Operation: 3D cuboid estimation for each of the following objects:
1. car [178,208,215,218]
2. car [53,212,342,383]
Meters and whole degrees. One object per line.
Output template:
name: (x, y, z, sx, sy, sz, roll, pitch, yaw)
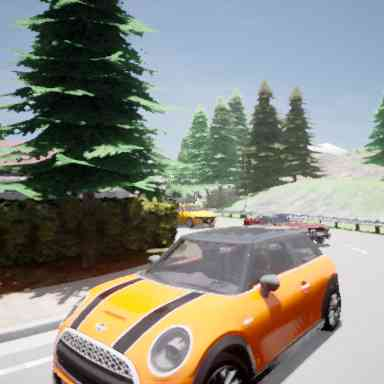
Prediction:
car: (-0.253, 1.563, 23.088, 1.882, 1.535, 5.008, 0, 0, -33)
car: (0.457, 1.365, 4.808, 2.097, 1.767, 4.553, -1, 0, 41)
